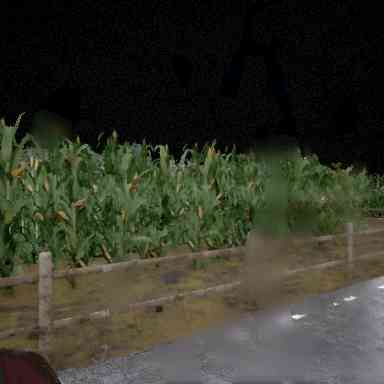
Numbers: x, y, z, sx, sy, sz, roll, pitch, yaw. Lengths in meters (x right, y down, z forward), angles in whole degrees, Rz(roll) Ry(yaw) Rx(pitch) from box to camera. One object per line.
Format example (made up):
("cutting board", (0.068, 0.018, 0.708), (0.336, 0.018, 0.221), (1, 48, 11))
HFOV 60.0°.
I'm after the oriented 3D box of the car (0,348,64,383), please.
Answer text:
("car", (-2.555, 1.563, 1.242), (4.181, 1.385, 1.994), (0, 0, -36))
